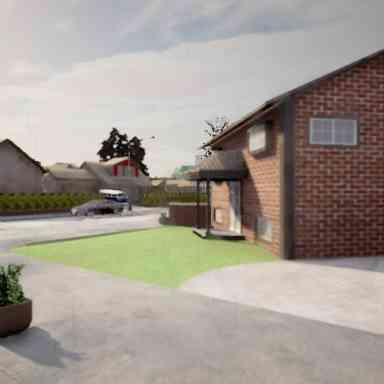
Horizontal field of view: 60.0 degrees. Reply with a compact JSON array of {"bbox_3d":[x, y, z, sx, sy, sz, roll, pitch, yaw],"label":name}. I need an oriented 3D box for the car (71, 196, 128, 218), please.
[{"bbox_3d":[-8.233,1.415,29.108,2.128,1.511,4.902,0,0,36],"label":"car"}]

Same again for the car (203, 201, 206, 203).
[{"bbox_3d":[3.311,1.405,45.124,1.882,1.535,5.008,0,0,36],"label":"car"}]
